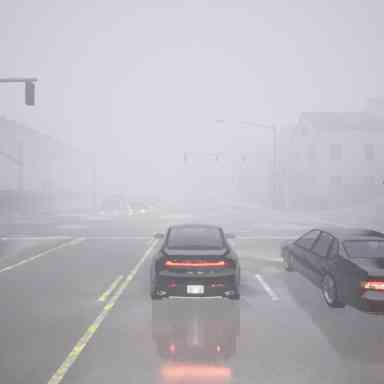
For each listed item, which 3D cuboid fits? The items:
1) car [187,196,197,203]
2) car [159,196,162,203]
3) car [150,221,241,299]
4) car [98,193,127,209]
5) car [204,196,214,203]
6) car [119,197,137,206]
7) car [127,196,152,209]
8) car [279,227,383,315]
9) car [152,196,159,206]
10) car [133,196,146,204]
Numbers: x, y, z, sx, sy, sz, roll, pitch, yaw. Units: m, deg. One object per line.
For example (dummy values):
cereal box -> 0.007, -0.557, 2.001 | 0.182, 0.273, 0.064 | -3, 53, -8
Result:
car -> 0.001, 1.547, 69.176 | 2.033, 1.411, 5.357 | 0, 0, 0
car -> -7.023, 1.547, 66.884 | 2.033, 1.411, 5.357 | 0, 0, 1
car -> 0.075, 1.505, 8.410 | 1.837, 1.490, 4.892 | 0, 0, 0
car -> -10.600, 1.221, 44.974 | 2.150, 2.045, 5.566 | 0, 0, 0
car -> 3.499, 1.545, 69.176 | 2.033, 1.411, 5.357 | 0, 0, 0
car -> -10.587, 1.547, 55.221 | 2.033, 1.411, 5.357 | 0, 0, 0
car -> -7.098, 1.477, 45.189 | 1.882, 1.535, 5.008 | 0, 0, 0
car -> 3.575, 1.547, 7.834 | 2.033, 1.411, 5.357 | 0, 0, 0
car -> -7.090, 1.505, 54.644 | 1.837, 1.490, 4.892 | 0, 0, 0
car -> -10.522, 1.503, 66.532 | 1.837, 1.490, 4.892 | 0, 1, 0
